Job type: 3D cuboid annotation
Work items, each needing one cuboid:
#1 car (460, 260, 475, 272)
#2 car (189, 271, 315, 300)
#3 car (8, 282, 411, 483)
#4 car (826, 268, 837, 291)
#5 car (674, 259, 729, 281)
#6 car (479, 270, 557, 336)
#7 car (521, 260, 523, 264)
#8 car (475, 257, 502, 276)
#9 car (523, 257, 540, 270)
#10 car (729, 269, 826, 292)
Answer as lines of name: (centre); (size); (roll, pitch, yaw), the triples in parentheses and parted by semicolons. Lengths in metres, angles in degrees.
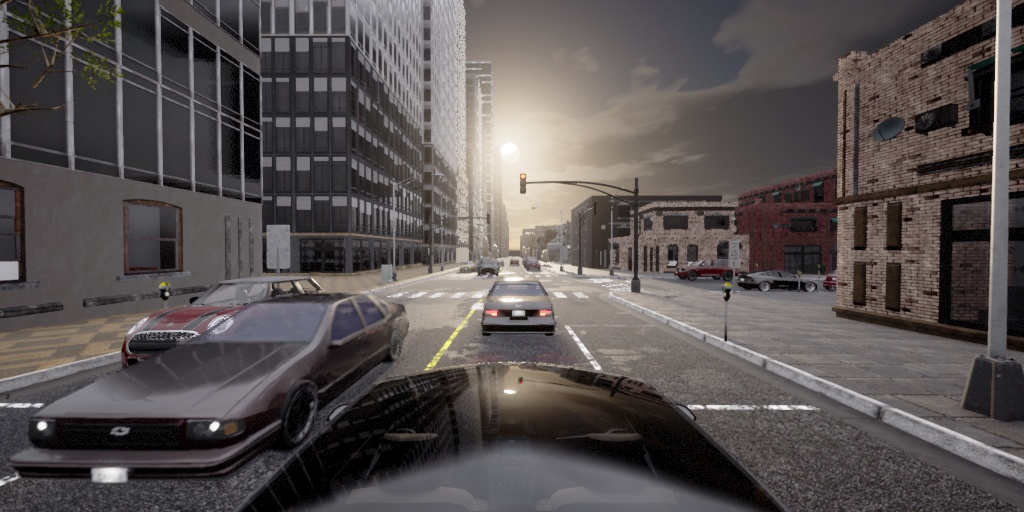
car: (-5.539, 1.259, 45.552); (1.751, 1.417, 4.829); (0, 0, 0)
car: (-5.654, 1.187, 7.774); (1.967, 1.591, 4.097); (0, 0, 0)
car: (-3.077, 1.296, 5.417); (2.033, 1.411, 5.357); (0, 0, 0)
car: (22.094, 1.470, 22.393); (4.097, 1.591, 1.967); (0, 0, 1)
car: (16.710, 1.160, 30.879); (5.009, 1.841, 2.192); (0, 0, 1)
car: (0.157, 1.294, 10.338); (2.033, 1.411, 5.357); (0, 0, 0)
car: (3.093, 1.043, 62.542); (2.192, 1.841, 5.009); (0, 0, 0)
car: (-2.445, 1.088, 36.124); (2.097, 1.767, 4.553); (0, 0, -5)
car: (3.018, 1.172, 51.254); (1.967, 1.591, 4.097); (0, 0, 0)
car: (16.548, 1.543, 22.502); (4.313, 1.339, 1.948); (0, 0, 1)
